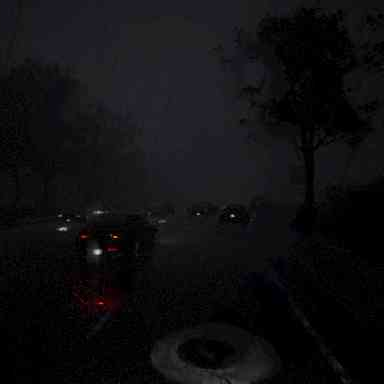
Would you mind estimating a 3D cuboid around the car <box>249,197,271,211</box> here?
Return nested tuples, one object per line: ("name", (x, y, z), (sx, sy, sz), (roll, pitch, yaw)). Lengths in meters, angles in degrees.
("car", (8.401, 1.367, 40.728), (2.097, 1.767, 4.553), (0, 0, 21))

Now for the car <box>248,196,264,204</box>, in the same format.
("car", (12.911, 1.590, 67.168), (1.895, 1.301, 4.718), (0, 0, 28))

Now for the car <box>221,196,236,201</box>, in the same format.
("car", (6.673, 1.454, 62.744), (1.882, 1.535, 5.008), (0, 0, 27))

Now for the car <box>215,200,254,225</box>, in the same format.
("car", (3.163, 1.566, 24.116), (1.994, 1.385, 4.181), (0, 0, 13))

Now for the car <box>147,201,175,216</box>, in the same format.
("car", (-2.895, 1.497, 29.567), (1.812, 1.442, 4.674), (0, 0, 15))

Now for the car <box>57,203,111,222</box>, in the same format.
("car", (-7.703, 1.504, 24.799), (2.033, 1.411, 5.357), (0, 0, 12))

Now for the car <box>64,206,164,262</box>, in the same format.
("car", (-2.504, 1.492, 12.107), (1.837, 1.490, 4.892), (0, 0, 6))

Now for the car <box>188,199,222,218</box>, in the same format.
("car", (1.158, 1.590, 30.462), (1.895, 1.301, 4.718), (0, 0, 16))
